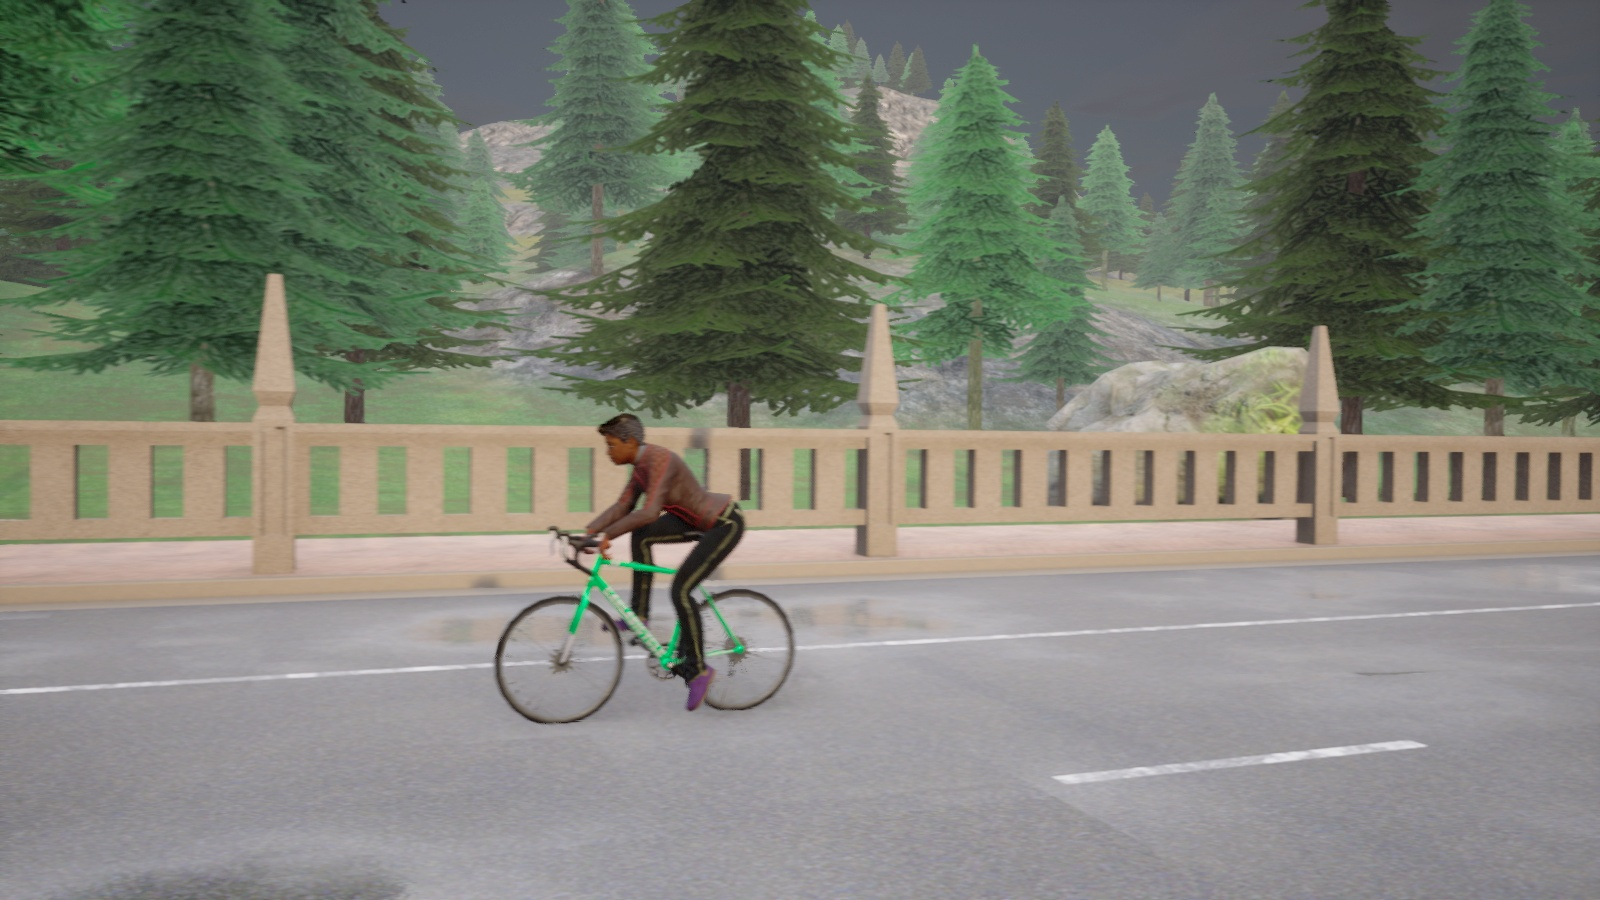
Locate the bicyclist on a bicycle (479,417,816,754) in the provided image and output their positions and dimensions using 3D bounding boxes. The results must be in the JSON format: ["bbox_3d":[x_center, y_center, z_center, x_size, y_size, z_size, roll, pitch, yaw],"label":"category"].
[{"bbox_3d":[-0.804,0.651,6.677,1.656,1.620,0.582,-1,1,-21],"label":"bicyclist on a bicycle"}]
